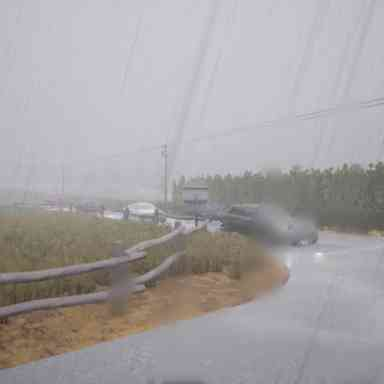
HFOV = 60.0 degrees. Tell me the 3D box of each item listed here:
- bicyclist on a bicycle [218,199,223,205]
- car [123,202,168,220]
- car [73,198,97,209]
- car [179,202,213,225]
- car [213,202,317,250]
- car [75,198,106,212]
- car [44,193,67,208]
[{"bbox_3d":[2.461,1.445,27.823,1.656,1.620,0.582,0,0,-35],"label":"bicyclist on a bicycle"},{"bbox_3d":[-3.635,1.520,24.953,1.812,1.442,4.674,0,0,-36],"label":"car"},{"bbox_3d":[-15.052,1.556,46.773,1.994,1.385,4.181,0,0,-35],"label":"car"},{"bbox_3d":[0.911,1.483,24.358,2.128,1.511,4.902,0,0,-35],"label":"car"},{"bbox_3d":[3.180,1.346,14.595,2.097,1.767,4.553,0,0,-30],"label":"car"},{"bbox_3d":[-10.608,1.595,34.751,1.895,1.301,4.718,0,0,-35],"label":"car"},{"bbox_3d":[-19.540,1.128,47.483,2.150,2.045,5.566,0,0,-35],"label":"car"}]
